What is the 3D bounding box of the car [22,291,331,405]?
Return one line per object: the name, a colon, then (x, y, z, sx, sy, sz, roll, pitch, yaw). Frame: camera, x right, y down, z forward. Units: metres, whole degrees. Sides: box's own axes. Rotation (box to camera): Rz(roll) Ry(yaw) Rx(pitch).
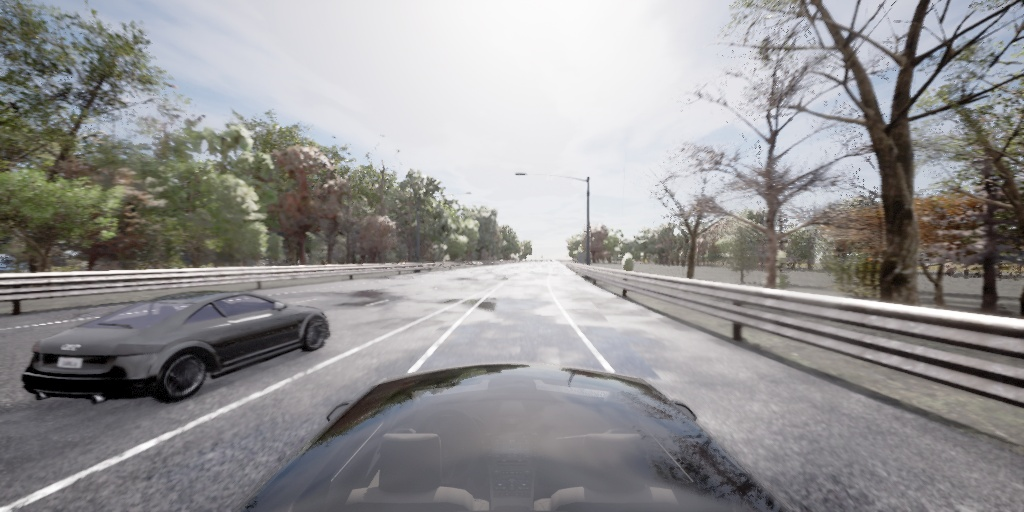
car: (-5.260, 1.312, 6.451, 1.994, 1.385, 4.181, 0, 0, 7)
